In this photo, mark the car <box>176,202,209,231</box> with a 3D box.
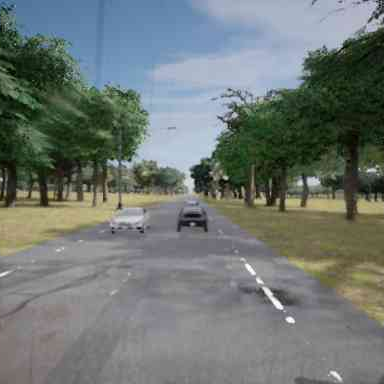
[{"bbox_3d":[0.026,1.603,21.371,1.837,1.490,4.892,0,0,0],"label":"car"}]

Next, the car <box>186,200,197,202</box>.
[{"bbox_3d":[-0.058,1.695,41.534,1.812,1.442,4.674,0,0,0],"label":"car"}]

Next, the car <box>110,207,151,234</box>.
[{"bbox_3d":[-3.567,1.625,19.975,1.812,1.442,4.674,0,0,0],"label":"car"}]
